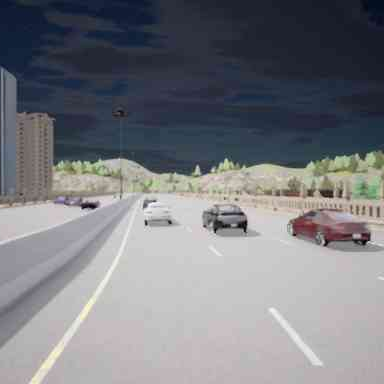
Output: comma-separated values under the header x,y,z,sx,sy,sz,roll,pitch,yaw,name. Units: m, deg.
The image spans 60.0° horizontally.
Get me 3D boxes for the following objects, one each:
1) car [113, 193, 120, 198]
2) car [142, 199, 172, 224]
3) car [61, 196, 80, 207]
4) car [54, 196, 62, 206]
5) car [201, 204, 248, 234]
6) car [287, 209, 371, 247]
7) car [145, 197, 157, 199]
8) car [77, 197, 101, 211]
x,y,z,sx,sy,sz,roll,pitch,yaw,name
-18.132,0.982,80.492,1.812,1.442,4.674,0,0,-8,car
-2.508,1.468,23.892,1.812,1.442,4.674,0,0,-8,car
-16.947,1.420,48.446,2.128,1.511,4.902,0,0,-8,car
-21.452,1.452,55.086,1.812,1.442,4.674,0,0,-8,car
1.744,1.432,18.885,2.128,1.511,4.902,0,0,-8,car
5.840,1.463,14.620,1.812,1.442,4.674,0,0,-7,car
-5.179,1.394,41.858,2.128,1.511,4.902,0,0,-9,car
-12.234,1.533,40.450,1.895,1.301,4.718,0,0,-8,car
